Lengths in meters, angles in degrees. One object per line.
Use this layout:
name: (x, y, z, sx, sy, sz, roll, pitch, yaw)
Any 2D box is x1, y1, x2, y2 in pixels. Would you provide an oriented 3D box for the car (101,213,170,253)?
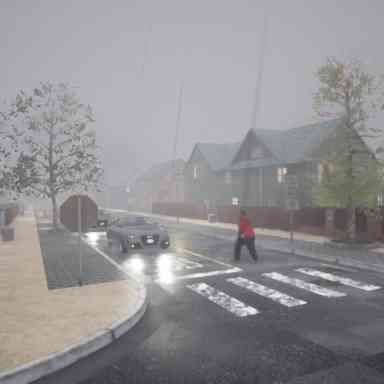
car: (-2.551, 1.814, 15.049, 1.994, 1.385, 4.181, -1, -1, -27)

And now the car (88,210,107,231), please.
car: (-6.905, 1.988, 24.068, 1.994, 1.385, 4.181, -1, -1, -26)

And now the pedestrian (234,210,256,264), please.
pedestrian: (1.688, 1.418, 10.714, 0.375, 1.860, 0.375, -2, 1, -26)
